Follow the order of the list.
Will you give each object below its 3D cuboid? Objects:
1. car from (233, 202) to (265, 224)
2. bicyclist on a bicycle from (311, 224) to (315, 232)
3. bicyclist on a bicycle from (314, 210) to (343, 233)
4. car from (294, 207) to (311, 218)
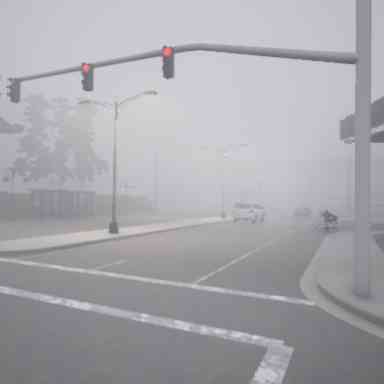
[{"bbox_3d":[5.828,2.059,33.751,2.150,2.045,5.566,0,-1,25],"label":"car"},{"bbox_3d":[9.473,2.141,24.013,1.656,1.620,0.582,1,-1,6],"label":"bicyclist on a bicycle"},{"bbox_3d":[9.661,2.062,23.303,1.656,1.620,0.582,-12,-10,41],"label":"bicyclist on a bicycle"},{"bbox_3d":[15.472,2.821,46.403,2.033,1.411,5.357,0,-1,26],"label":"car"}]
